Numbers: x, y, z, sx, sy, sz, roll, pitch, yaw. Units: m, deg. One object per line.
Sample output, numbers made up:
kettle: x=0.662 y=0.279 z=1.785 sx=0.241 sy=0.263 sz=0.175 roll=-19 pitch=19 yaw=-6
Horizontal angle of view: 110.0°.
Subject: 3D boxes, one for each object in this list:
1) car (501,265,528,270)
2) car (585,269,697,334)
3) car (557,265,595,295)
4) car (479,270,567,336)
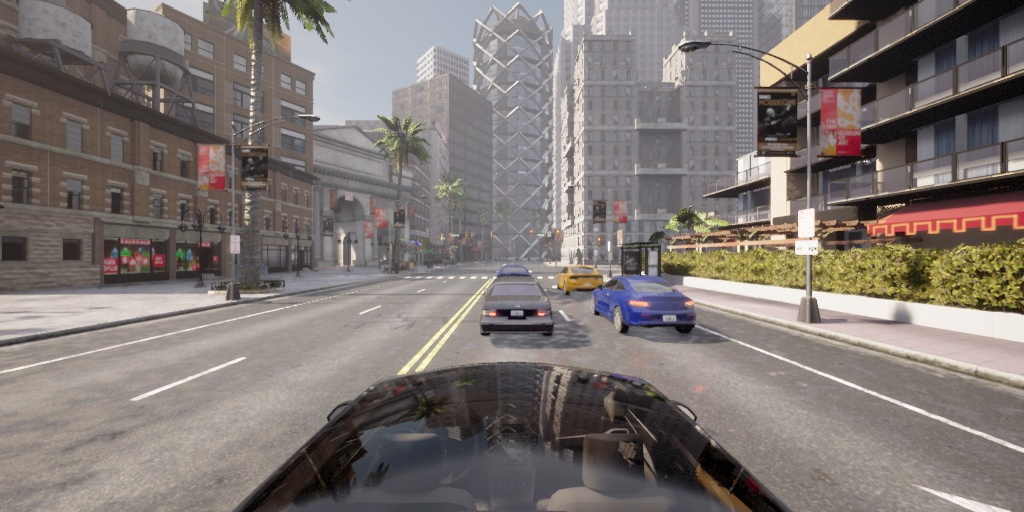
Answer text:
car: x=0.116 y=1.226 z=20.161 sx=1.882 sy=1.535 sz=5.008 roll=0 pitch=0 yaw=0
car: x=3.620 y=1.275 z=10.550 sx=1.812 sy=1.442 sz=4.674 roll=0 pitch=0 yaw=0
car: x=3.615 y=1.226 z=19.661 sx=1.882 sy=1.535 sz=5.008 roll=0 pitch=0 yaw=0
car: x=0.108 y=1.296 z=10.375 sx=2.033 sy=1.411 sz=5.357 roll=0 pitch=0 yaw=0
